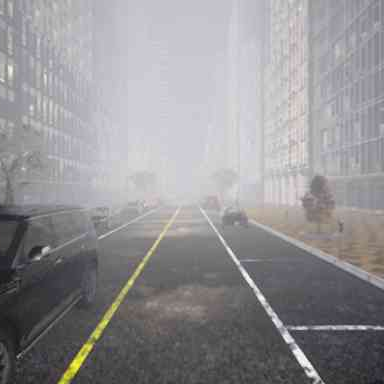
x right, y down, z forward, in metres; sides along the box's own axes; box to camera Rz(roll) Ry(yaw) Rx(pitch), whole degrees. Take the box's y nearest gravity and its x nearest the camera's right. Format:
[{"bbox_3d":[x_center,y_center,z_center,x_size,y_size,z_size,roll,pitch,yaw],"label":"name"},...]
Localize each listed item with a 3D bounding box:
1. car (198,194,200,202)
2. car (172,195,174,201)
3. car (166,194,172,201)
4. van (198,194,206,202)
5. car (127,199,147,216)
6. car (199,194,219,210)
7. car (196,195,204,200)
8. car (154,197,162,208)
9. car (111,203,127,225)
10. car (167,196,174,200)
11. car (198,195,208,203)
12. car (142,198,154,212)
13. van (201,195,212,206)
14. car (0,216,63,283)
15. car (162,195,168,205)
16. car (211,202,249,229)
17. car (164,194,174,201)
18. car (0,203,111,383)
[{"bbox_3d":[2.434,1.368,49.882,2.192,1.841,5.009,-1,0,0],"label":"car"},{"bbox_3d":[-6.116,1.538,83.941,1.967,1.590,4.097,-1,0,0],"label":"car"},{"bbox_3d":[-6.058,1.638,72.574,2.008,1.369,4.403,-1,0,0],"label":"car"},{"bbox_3d":[2.292,1.423,78.299,1.690,1.788,3.998,-1,0,0],"label":"van"},{"bbox_3d":[-5.857,1.627,32.788,1.802,1.307,4.206,-1,0,0],"label":"car"},{"bbox_3d":[2.463,1.362,44.198,2.192,1.841,5.009,-1,0,0],"label":"car"},{"bbox_3d":[2.209,1.648,95.350,2.008,1.369,4.403,-1,0,0],"label":"car"},{"bbox_3d":[-5.942,1.589,49.669,1.752,1.417,4.829,-1,0,0],"label":"car"},{"bbox_3d":[-5.800,1.583,21.421,2.008,1.369,4.403,-1,0,0],"label":"car"},{"bbox_3d":[-6.172,1.690,95.308,1.802,1.307,4.206,-1,0,0],"label":"car"},{"bbox_3d":[2.321,1.516,72.616,1.967,1.590,4.097,-1,0,0],"label":"car"},{"bbox_3d":[-5.887,1.492,38.472,1.967,1.590,4.097,-1,0,0],"label":"car"},{"bbox_3d":[2.406,1.401,55.565,1.690,1.788,3.998,-1,0,0],"label":"van"},{"bbox_3d":[-5.744,1.570,10.054,2.008,1.369,4.403,-1,0,0],"label":"car"},{"bbox_3d":[-6.001,1.642,61.207,1.947,1.339,4.313,-1,0,0],"label":"car"},{"bbox_3d":[2.580,1.573,21.463,2.008,1.369,4.403,-1,0,0],"label":"car"},{"bbox_3d":[-6.146,1.418,89.625,2.192,1.841,5.009,-1,0,0],"label":"car"},{"bbox_3d":[-3.020,1.233,4.995,2.150,2.045,5.566,0,0,0],"label":"car"}]
